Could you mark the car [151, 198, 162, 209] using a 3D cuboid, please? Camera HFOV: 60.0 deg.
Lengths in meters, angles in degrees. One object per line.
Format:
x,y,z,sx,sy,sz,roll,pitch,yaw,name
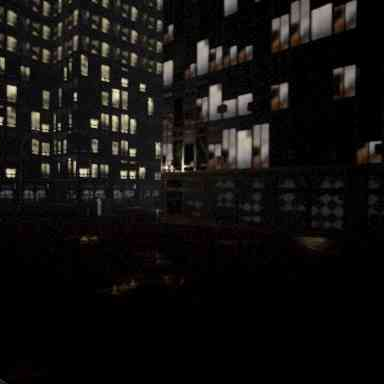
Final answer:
-3.258,1.369,43.906,1.837,1.490,4.892,1,1,44,car
